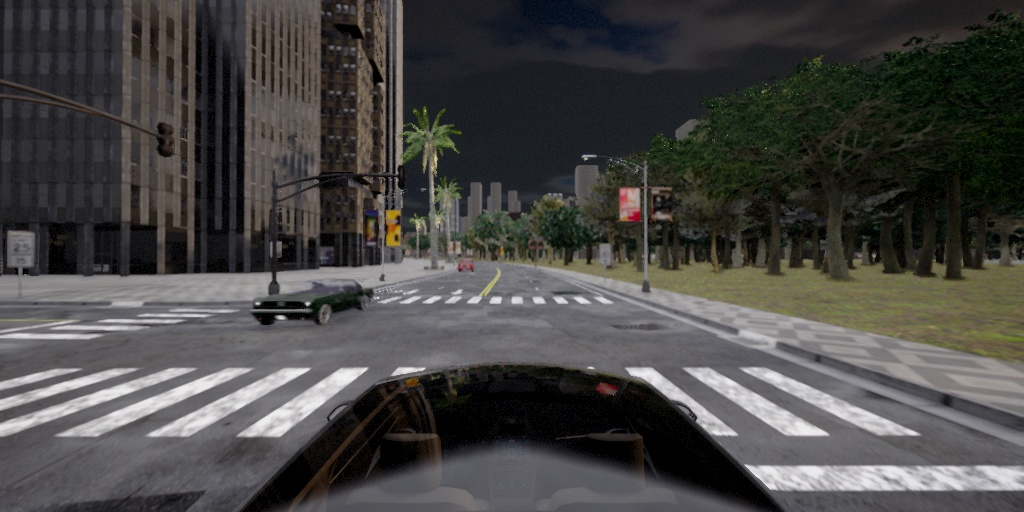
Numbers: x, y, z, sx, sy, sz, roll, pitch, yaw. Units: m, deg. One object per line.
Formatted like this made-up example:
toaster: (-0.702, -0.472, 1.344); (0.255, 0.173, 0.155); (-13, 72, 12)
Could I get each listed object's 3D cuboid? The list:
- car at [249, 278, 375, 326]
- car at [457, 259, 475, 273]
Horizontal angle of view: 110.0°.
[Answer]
car: (-6.484, 1.446, 12.284); (1.895, 1.301, 4.718); (0, 0, 0)
car: (-6.765, 1.395, 53.221); (2.150, 2.045, 5.566); (0, 0, -2)
